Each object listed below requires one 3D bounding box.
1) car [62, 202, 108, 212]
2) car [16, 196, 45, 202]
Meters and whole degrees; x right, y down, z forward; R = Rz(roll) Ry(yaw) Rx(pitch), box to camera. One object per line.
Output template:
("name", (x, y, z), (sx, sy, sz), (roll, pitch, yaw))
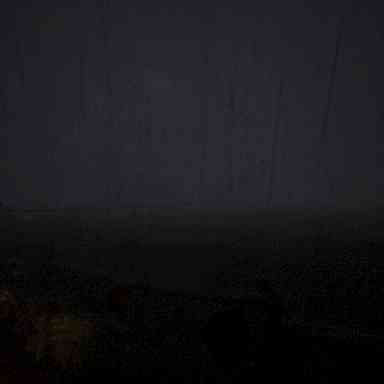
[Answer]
("car", (-8.897, 1.556, 28.246), (1.994, 1.385, 4.181), (0, 0, 39))
("car", (-27.576, 1.458, 56.857), (2.242, 1.667, 4.611), (0, 0, 39))
